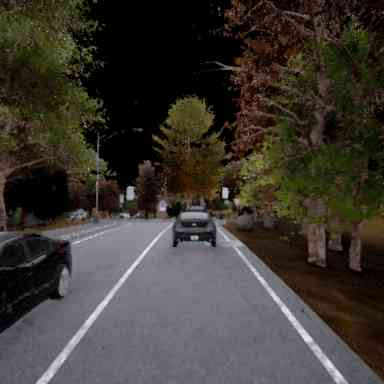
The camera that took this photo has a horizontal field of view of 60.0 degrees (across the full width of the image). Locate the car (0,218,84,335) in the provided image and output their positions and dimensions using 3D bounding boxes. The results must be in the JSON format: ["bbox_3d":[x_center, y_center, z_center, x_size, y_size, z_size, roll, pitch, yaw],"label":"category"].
[{"bbox_3d":[-3.594,1.451,5.469,1.882,1.535,5.008,0,0,0],"label":"car"}]

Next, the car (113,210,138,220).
[{"bbox_3d":[-14.337,4.963,71.955,2.150,2.045,5.566,-4,-5,44],"label":"car"}]

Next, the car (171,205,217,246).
[{"bbox_3d":[0.104,1.557,15.368,1.837,1.490,4.892,0,-1,0],"label":"car"}]

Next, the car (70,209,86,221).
[{"bbox_3d":[-18.914,3.775,55.211,2.150,2.045,5.566,1,-4,-13],"label":"car"}]

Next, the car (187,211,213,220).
[{"bbox_3d":[1.861,5.313,75.646,5.566,2.045,2.150,0,-4,16],"label":"car"}]

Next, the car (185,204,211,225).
[{"bbox_3d":[0.658,2.068,31.038,2.097,1.767,4.553,0,-4,5],"label":"car"}]
